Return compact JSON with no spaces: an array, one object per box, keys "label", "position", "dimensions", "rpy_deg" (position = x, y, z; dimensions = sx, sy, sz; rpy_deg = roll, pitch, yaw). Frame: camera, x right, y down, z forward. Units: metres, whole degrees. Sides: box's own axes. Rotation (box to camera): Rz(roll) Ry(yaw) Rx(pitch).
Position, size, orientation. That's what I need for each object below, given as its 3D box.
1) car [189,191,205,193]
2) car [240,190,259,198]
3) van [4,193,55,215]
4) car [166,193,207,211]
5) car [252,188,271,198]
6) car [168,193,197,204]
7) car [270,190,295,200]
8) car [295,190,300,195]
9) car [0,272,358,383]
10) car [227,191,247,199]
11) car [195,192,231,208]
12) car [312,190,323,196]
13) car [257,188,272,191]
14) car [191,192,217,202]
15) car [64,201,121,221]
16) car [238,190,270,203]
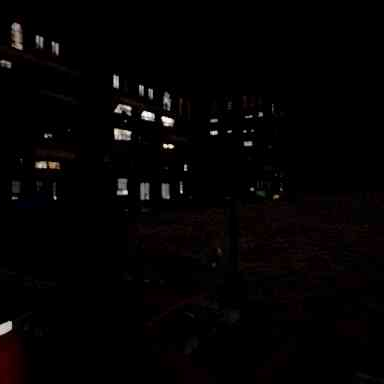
[{"label":"car","position":[0.387,0.658,44.947],"dimensions":[2.097,1.767,4.553],"rpy_deg":[1,1,35]},{"label":"car","position":[11.361,0.445,65.267],"dimensions":[1.752,1.417,4.829],"rpy_deg":[2,2,35]},{"label":"van","position":[-13.982,0.956,28.830],"dimensions":[1.690,1.788,3.998],"rpy_deg":[2,2,35]},{"label":"car","position":[-0.746,1.076,33.193],"dimensions":[1.887,1.381,4.507],"rpy_deg":[2,2,35]},{"label":"car","position":[14.642,0.146,69.973],"dimensions":[2.192,1.841,5.009],"rpy_deg":[2,2,35]},{"label":"car","position":[-1.263,0.830,47.122],"dimensions":[1.947,1.339,4.313],"rpy_deg":[2,2,35]},{"label":"car","position":[15.254,0.619,56.190],"dimensions":[1.752,1.417,4.829],"rpy_deg":[2,2,35]},{"label":"car","position":[27.359,0.033,88.265],"dimensions":[1.887,1.381,4.507],"rpy_deg":[2,2,35]},{"label":"car","position":[-0.748,1.537,3.402],"dimensions":[4.507,1.381,1.887],"rpy_deg":[0,1,36]},{"label":"car","position":[8.277,0.569,60.837],"dimensions":[1.947,1.339,4.313],"rpy_deg":[2,2,35]},{"label":"car","position":[2.435,0.995,37.765],"dimensions":[2.008,1.369,4.403],"rpy_deg":[2,2,35]},{"label":"car","position":[28.560,0.200,75.912],"dimensions":[1.882,1.535,5.008],"rpy_deg":[1,1,35]},{"label":"car","position":[12.762,0.293,57.333],"dimensions":[2.150,2.045,5.566],"rpy_deg":[1,1,35]},{"label":"car","position":[1.917,0.728,51.693],"dimensions":[2.008,1.369,4.403],"rpy_deg":[2,2,35]},{"label":"car","position":[-7.106,1.273,24.052],"dimensions":[1.947,1.339,4.313],"rpy_deg":[2,2,35]},{"label":"car","position":[8.796,0.820,46.908],"dimensions":[2.008,1.369,4.403],"rpy_deg":[2,2,35]}]
